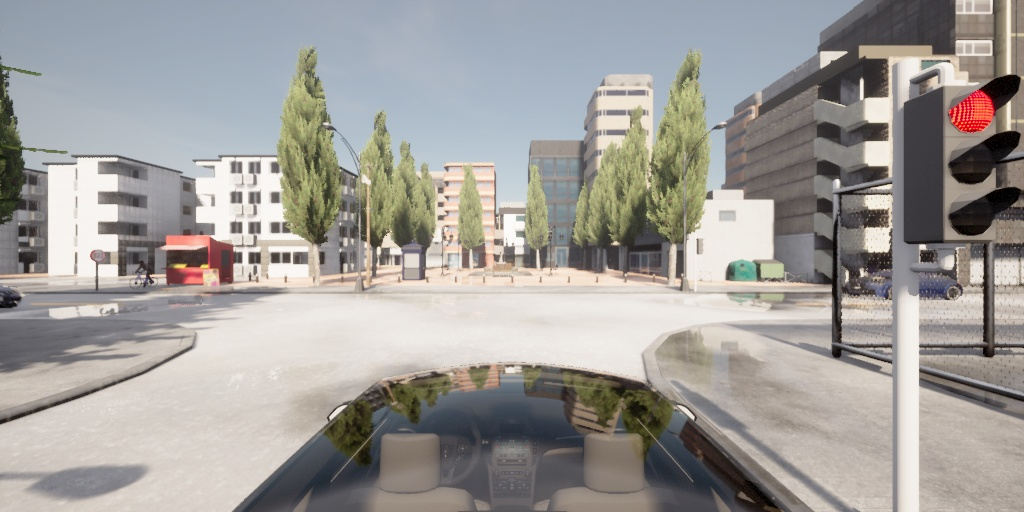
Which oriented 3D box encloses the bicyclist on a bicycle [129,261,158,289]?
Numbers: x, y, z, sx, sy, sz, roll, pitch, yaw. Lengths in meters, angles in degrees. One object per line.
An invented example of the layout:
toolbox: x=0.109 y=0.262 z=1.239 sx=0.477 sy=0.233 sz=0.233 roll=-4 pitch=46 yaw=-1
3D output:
bicyclist on a bicycle: x=-21.561 y=1.094 z=21.015 sx=0.582 sy=1.620 sz=1.656 roll=0 pitch=0 yaw=0

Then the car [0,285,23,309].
car: x=-20.483 y=1.273 z=12.638 sx=4.674 sy=1.442 sz=1.812 roll=0 pitch=0 yaw=0

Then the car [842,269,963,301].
car: x=18.210 y=1.311 z=16.853 sx=4.181 sy=1.385 sz=1.994 roll=0 pitch=0 yaw=0
